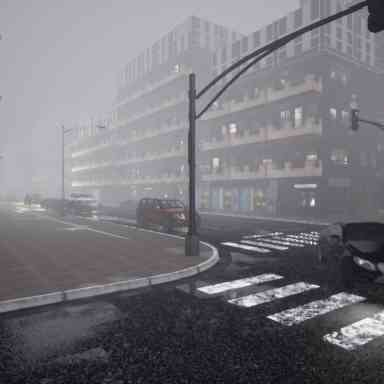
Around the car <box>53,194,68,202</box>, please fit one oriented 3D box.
[{"bbox_3d":[-27.918,1.269,70.495,1.967,1.590,4.097,0,0,-36],"label":"car"}]

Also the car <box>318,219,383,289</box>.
[{"bbox_3d":[4.760,1.528,9.166,1.812,1.442,4.674,1,0,10],"label":"car"}]

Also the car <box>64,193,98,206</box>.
[{"bbox_3d":[-13.352,1.102,40.453,2.150,2.045,5.566,0,0,-36],"label":"car"}]

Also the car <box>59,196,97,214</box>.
[{"bbox_3d":[-11.501,1.444,33.441,1.887,1.381,4.507,0,0,-36],"label":"car"}]

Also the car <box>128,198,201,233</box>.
[{"bbox_3d":[-1.552,1.264,19.663,2.192,1.841,5.009,0,0,-36],"label":"car"}]

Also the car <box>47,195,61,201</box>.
[{"bbox_3d":[-31.234,1.379,75.086,2.008,1.369,4.403,0,0,-36],"label":"car"}]

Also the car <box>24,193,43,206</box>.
[{"bbox_3d":[-24.764,1.162,51.811,2.192,1.841,5.009,0,0,-36],"label":"car"}]

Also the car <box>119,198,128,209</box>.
[{"bbox_3d":[-8.023,1.465,42.941,1.802,1.307,4.206,0,0,-36],"label":"car"}]

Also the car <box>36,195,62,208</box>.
[{"bbox_3d":[-18.134,1.436,42.628,1.947,1.339,4.313,0,0,-36],"label":"car"}]

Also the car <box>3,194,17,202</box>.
[{"bbox_3d":[-38.029,1.412,70.181,1.802,1.307,4.206,0,0,-36],"label":"car"}]

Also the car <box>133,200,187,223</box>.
[{"bbox_3d":[-2.590,1.409,25.521,1.882,1.535,5.008,0,0,-36],"label":"car"}]

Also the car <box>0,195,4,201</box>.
[{"bbox_3d":[-41.345,1.269,74.773,1.967,1.590,4.097,0,0,-36],"label":"car"}]

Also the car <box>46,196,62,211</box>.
[{"bbox_3d":[-14.817,1.451,38.034,1.947,1.339,4.313,0,0,-36],"label":"car"}]
